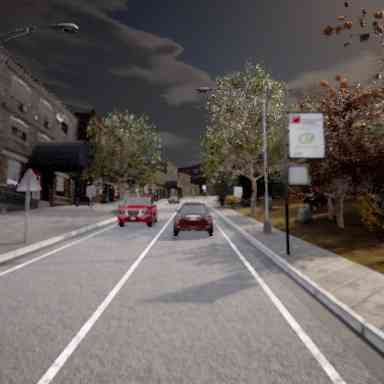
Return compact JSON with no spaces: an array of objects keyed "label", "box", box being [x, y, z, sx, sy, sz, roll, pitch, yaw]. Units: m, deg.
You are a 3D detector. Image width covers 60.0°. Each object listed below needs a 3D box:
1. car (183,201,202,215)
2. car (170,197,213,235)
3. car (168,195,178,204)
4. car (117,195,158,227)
[{"label":"car","box":[0.045,1.671,36.604,1.895,1.301,4.718,0,0,0]},{"label":"car","box":[0.071,1.388,19.153,2.097,1.767,4.553,0,0,0]},{"label":"car","box":[-3.560,1.482,65.100,2.097,1.767,4.553,0,0,1]},{"label":"car","box":[-3.634,1.267,23.236,2.150,2.045,5.566,0,0,0]}]
